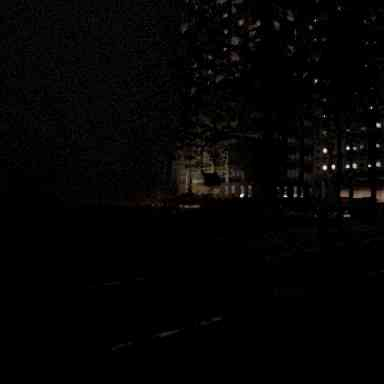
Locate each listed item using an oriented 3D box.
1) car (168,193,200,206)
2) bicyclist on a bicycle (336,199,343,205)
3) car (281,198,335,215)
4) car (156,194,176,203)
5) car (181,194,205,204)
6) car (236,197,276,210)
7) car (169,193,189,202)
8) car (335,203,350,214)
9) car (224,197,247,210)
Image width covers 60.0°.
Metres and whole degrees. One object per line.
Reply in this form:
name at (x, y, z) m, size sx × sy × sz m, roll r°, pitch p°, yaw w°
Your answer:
car at (-1.314, 1.348, 50.820) m, size 1.882 × 1.535 × 5.008 m, roll 1°, pitch -1°, yaw -34°
bicyclist on a bicycle at (19.799, 1.399, 44.612) m, size 1.656 × 1.620 × 0.582 m, roll 1°, pitch 0°, yaw -34°
car at (10.919, 1.407, 32.515) m, size 1.837 × 1.490 × 4.892 m, roll 1°, pitch 0°, yaw -34°
car at (-5.447, 1.296, 68.832) m, size 2.097 × 1.767 × 4.553 m, roll 1°, pitch 0°, yaw -34°
car at (0.116, 1.307, 60.520) m, size 2.097 × 1.767 × 4.553 m, roll 1°, pitch 0°, yaw -34°
car at (8.124, 1.427, 42.532) m, size 2.128 × 1.511 × 4.902 m, roll 1°, pitch 0°, yaw -34°
car at (-2.745, 1.211, 70.641) m, size 2.097 × 1.767 × 4.553 m, roll 1°, pitch 0°, yaw -34°
car at (13.531, 1.496, 34.453) m, size 2.033 × 1.411 × 5.357 m, roll 1°, pitch 0°, yaw -34°
car at (5.703, 1.380, 40.309) m, size 2.128 × 1.511 × 4.902 m, roll 1°, pitch 0°, yaw -34°
